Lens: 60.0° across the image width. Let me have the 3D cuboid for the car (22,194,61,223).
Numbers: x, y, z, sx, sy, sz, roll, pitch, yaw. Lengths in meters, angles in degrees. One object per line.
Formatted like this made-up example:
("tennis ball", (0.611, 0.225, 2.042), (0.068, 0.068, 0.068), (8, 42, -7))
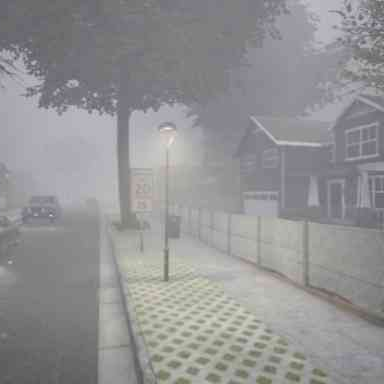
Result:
("car", (-11.391, 1.212, 25.445), (2.150, 2.045, 5.566), (1, 0, -15))

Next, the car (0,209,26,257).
("car", (-7.829, 1.558, 12.413), (1.994, 1.385, 4.181), (1, 0, -16))

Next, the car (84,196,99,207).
("car", (-15.149, 1.439, 50.183), (1.837, 1.490, 4.892), (1, 0, -15))
